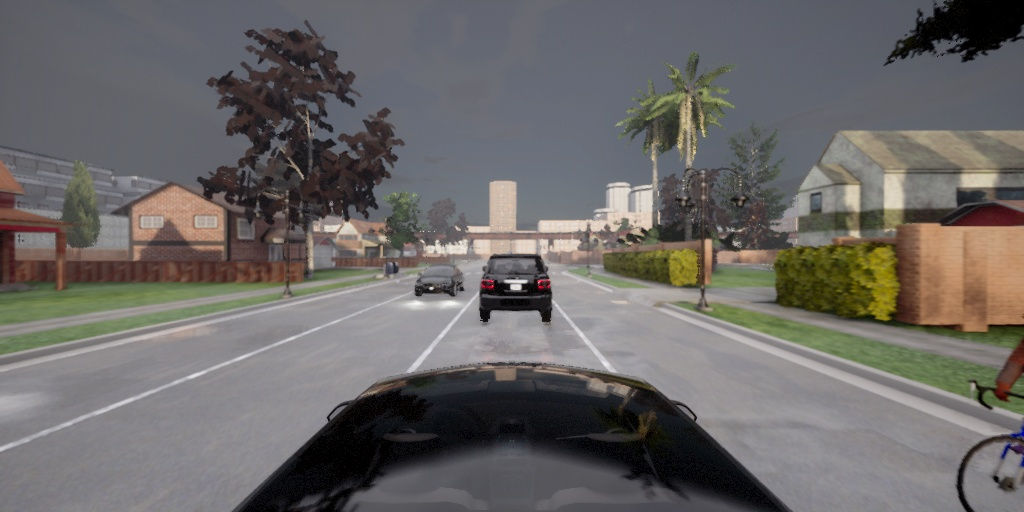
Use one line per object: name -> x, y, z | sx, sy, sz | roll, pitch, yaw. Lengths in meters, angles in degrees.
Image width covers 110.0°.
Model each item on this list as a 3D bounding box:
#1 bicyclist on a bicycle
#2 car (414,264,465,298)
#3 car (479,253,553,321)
bicyclist on a bicycle -> 4.039, 1.179, 2.592 | 1.656, 1.620, 0.582 | 0, 0, 0
car -> -3.515, 1.191, 18.160 | 1.837, 1.490, 4.892 | 0, 0, 1
car -> 0.118, 0.928, 12.389 | 2.150, 2.045, 5.566 | 0, 0, 0
